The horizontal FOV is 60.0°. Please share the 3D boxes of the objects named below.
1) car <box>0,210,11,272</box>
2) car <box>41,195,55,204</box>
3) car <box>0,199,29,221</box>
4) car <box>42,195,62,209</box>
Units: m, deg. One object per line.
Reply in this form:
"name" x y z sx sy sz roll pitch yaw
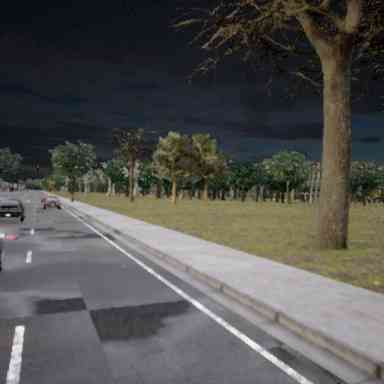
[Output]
"car" -5.222 1.350 7.117 1.882 1.535 5.008 2 -1 -25
"car" -23.679 1.222 54.658 1.895 1.301 4.718 2 -1 -24
"car" -12.948 1.243 23.838 1.837 1.490 4.892 2 -1 -25
"car" -16.650 1.272 39.578 1.812 1.442 4.674 2 -1 -25
